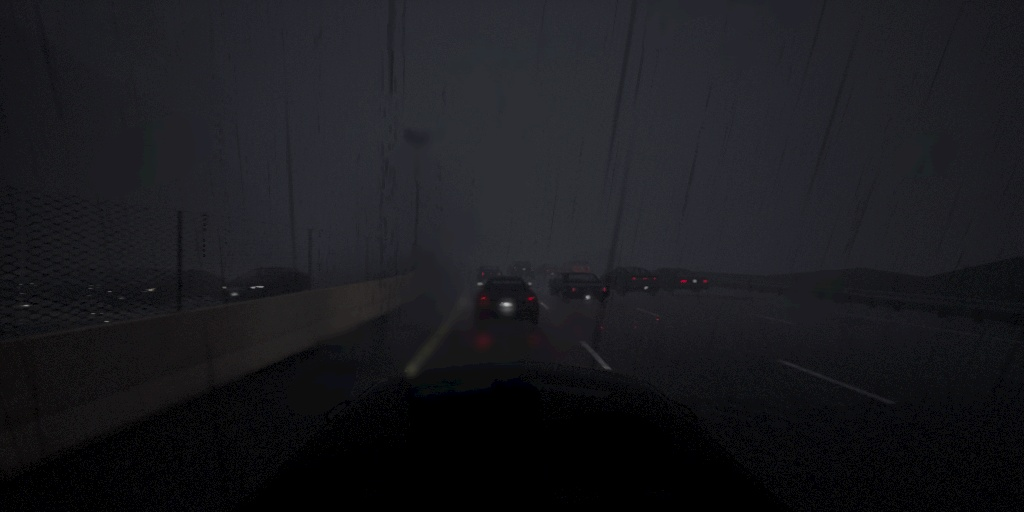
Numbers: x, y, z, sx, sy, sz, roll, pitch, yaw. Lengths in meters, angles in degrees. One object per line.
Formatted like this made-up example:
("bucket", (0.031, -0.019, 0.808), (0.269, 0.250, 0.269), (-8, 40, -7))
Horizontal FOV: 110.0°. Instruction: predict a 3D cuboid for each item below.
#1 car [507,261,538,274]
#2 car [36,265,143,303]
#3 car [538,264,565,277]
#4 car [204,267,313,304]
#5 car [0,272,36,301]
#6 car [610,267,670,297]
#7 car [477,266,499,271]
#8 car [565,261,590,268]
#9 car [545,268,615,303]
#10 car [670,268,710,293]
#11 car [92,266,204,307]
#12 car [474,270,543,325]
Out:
("car", (0.782, 1.243, 35.159), (2.097, 1.767, 4.553), (0, 0, -9))
("car", (-18.211, 1.227, 16.919), (1.882, 1.535, 5.008), (0, 0, -5))
("car", (3.785, 1.516, 38.355), (1.895, 1.301, 4.718), (0, 0, -11))
("car", (-11.182, 1.264, 16.683), (2.128, 1.511, 4.902), (0, 0, -4))
("car", (-21.772, 1.217, 17.587), (1.882, 1.535, 5.008), (0, 0, -5))
("car", (6.291, 1.338, 19.752), (2.128, 1.511, 4.902), (0, 0, -5))
("car", (-1.987, 1.463, 30.517), (1.895, 1.301, 4.718), (0, 0, -8))
("car", (7.017, 1.284, 39.861), (2.097, 1.767, 4.553), (0, 0, -11))
("car", (3.014, 1.425, 17.080), (1.895, 1.301, 4.718), (0, 0, -4))
("car", (9.625, 1.415, 21.812), (2.033, 1.411, 5.357), (0, 0, -5))
("car", (-14.605, 1.282, 15.569), (1.812, 1.442, 4.674), (0, 0, -4))
("car", (-0.219, 1.356, 12.074), (1.994, 1.385, 4.181), (0, 0, -3))
